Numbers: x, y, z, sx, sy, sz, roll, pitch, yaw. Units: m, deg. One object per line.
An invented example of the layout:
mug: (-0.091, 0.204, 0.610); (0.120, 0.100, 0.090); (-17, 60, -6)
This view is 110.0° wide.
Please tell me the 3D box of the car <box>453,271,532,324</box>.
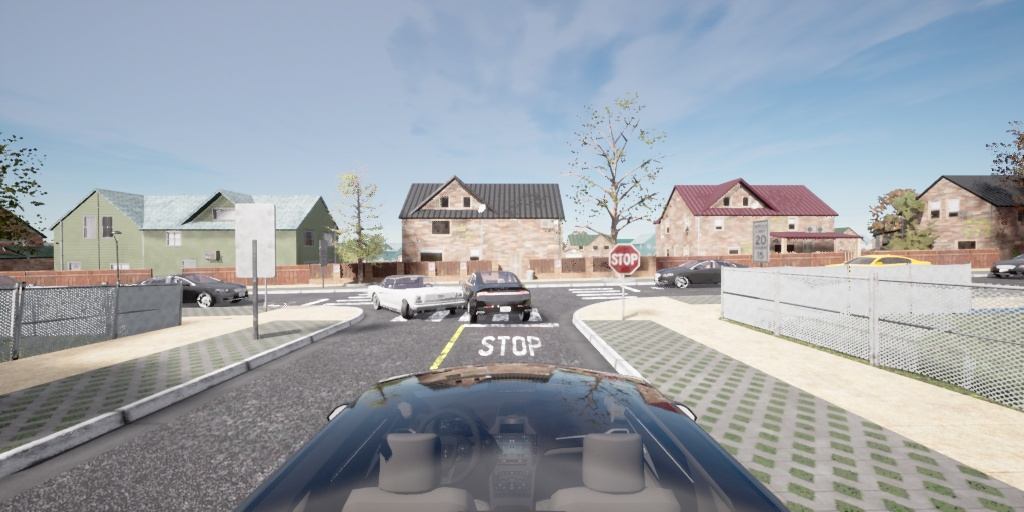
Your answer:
car: (-0.684, 1.242, 12.155); (2.128, 1.511, 4.902); (0, 0, -12)

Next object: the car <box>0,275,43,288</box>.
car: (-24.238, 1.648, 16.472); (4.553, 1.767, 2.097); (-1, 1, 0)

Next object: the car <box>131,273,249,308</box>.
car: (-14.900, 1.566, 16.512); (4.902, 1.511, 2.128); (-1, 1, 0)

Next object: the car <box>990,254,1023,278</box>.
car: (29.388, 0.478, 19.633); (4.902, 1.511, 2.128); (-1, 1, 0)

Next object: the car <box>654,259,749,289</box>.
car: (10.333, 0.926, 19.562); (4.902, 1.511, 2.128); (-1, 1, 0)

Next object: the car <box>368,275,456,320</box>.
car: (-3.600, 1.368, 13.015); (1.895, 1.301, 4.718); (0, 0, -38)

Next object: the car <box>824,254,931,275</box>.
car: (19.763, 0.690, 19.597); (5.008, 1.535, 1.882); (-1, 1, -1)
